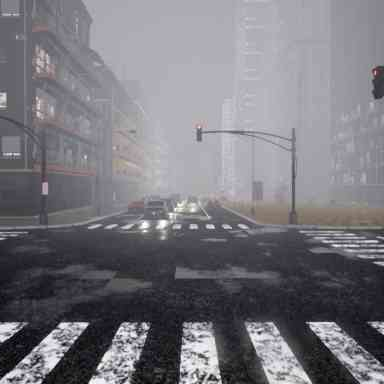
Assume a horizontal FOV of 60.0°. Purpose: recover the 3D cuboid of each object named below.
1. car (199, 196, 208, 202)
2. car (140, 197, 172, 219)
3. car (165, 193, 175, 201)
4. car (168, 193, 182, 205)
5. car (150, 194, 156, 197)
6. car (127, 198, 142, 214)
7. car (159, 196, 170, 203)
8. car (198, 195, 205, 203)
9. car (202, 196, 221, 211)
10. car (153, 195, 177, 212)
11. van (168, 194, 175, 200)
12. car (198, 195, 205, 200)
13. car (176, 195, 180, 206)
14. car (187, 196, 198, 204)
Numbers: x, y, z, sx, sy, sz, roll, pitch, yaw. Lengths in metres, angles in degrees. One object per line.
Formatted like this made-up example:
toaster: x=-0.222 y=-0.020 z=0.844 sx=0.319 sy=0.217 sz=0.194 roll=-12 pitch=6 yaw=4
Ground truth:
car: x=2.628 y=1.548 z=75.014 sx=1.887 sy=1.381 sz=4.507 roll=-1 pitch=0 yaw=0
car: x=-3.106 y=1.501 z=29.382 sx=1.837 sy=1.490 sz=4.892 roll=0 pitch=0 yaw=0
car: x=-5.726 y=1.322 z=86.252 sx=2.192 sy=1.841 sz=5.009 roll=-1 pitch=0 yaw=0
car: x=-3.041 y=1.221 z=60.446 sx=2.150 sy=2.045 sz=5.566 roll=0 pitch=0 yaw=1
car: x=-5.712 y=1.436 z=41.060 sx=1.967 sy=1.590 sz=4.097 roll=-1 pitch=0 yaw=0
car: x=-5.709 y=1.540 z=35.411 sx=1.887 sy=1.381 sz=4.507 roll=-1 pitch=0 yaw=0
car: x=-5.718 y=1.584 z=69.305 sx=1.802 sy=1.307 sz=4.206 roll=-1 pitch=0 yaw=0
car: x=2.631 y=1.551 z=63.715 sx=2.008 sy=1.369 sz=4.403 roll=-1 pitch=0 yaw=0
car: x=2.636 y=1.540 z=41.120 sx=1.887 sy=1.381 sz=4.507 roll=-1 pitch=0 yaw=0
car: x=-3.105 y=1.473 z=38.928 sx=1.882 sy=1.535 sz=5.008 roll=0 pitch=0 yaw=0
van: x=-5.727 y=1.350 z=91.900 sx=1.690 sy=1.788 sz=3.998 roll=-1 pitch=0 yaw=0
car: x=2.622 y=1.535 z=92.131 sx=1.752 sy=1.417 sz=4.829 roll=-1 pitch=0 yaw=0
car: x=-3.102 y=1.522 z=48.811 sx=1.812 sy=1.442 sz=4.674 roll=0 pitch=0 yaw=0
car: x=0.085 y=1.478 z=63.913 sx=1.882 sy=1.535 sz=5.008 roll=0 pitch=0 yaw=0
